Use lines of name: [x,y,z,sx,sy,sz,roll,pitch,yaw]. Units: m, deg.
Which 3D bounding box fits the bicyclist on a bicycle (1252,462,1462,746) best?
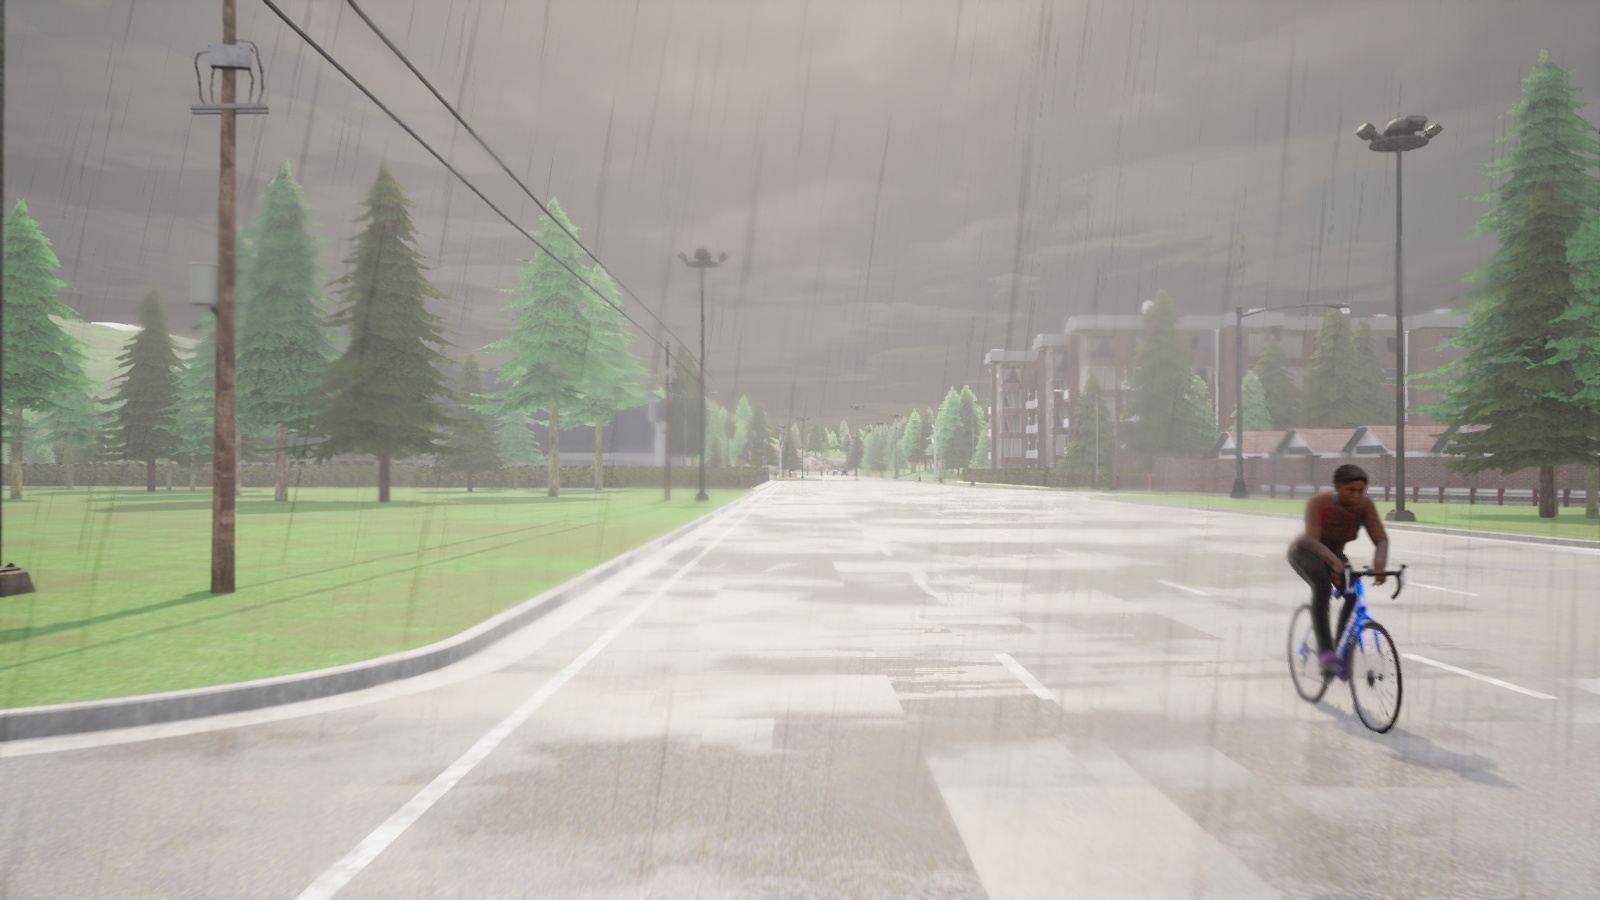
bicyclist on a bicycle: [3.480,0.887,8.000,0.582,1.620,1.656,0,-1,0]
